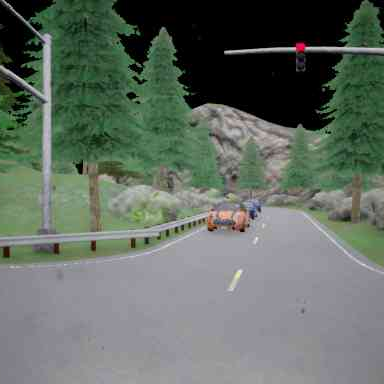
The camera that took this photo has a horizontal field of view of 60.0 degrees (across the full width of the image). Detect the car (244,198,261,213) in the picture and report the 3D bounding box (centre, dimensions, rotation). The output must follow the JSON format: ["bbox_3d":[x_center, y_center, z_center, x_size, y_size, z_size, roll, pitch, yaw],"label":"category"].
[{"bbox_3d":[7.061,1.536,39.035,1.882,1.535,5.008,0,0,9],"label":"car"}]

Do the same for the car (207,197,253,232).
[{"bbox_3d":[2.326,1.383,20.314,2.097,1.767,4.553,0,0,15],"label":"car"}]

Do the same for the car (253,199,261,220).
[{"bbox_3d":[4.675,1.522,29.143,1.882,1.535,5.008,0,0,15],"label":"car"}]
